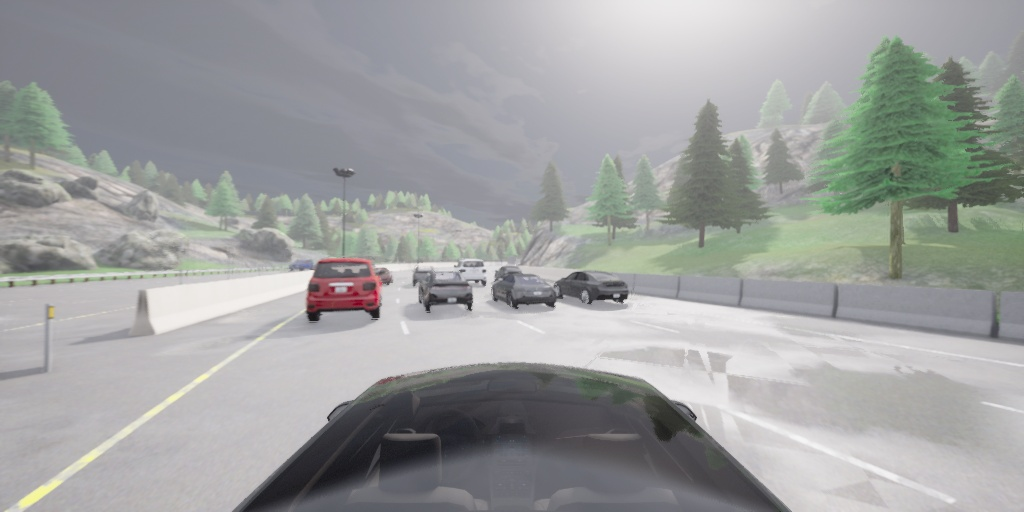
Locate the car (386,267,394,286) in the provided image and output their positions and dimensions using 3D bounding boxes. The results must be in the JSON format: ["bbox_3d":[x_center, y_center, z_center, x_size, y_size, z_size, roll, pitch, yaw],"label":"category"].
[{"bbox_3d":[-10.499,1.577,28.412,1.812,1.442,4.674,0,0,-14],"label":"car"}]

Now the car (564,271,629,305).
[{"bbox_3d":[3.697,1.447,17.552,1.837,1.490,4.892,0,0,-18],"label":"car"}]

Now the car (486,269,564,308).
[{"bbox_3d":[0.413,1.487,16.338,1.994,1.385,4.181,0,-1,-18],"label":"car"}]

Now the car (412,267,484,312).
[{"bbox_3d":[-2.905,1.398,15.223,2.128,1.511,4.902,0,-1,-18],"label":"car"}]

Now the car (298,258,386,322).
[{"bbox_3d":[-5.932,1.104,13.195,2.150,2.045,5.566,0,0,-19],"label":"car"}]

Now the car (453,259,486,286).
[{"bbox_3d":[-3.440,1.291,28.968,2.150,2.045,5.566,0,0,-14],"label":"car"}]

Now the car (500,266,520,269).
[{"bbox_3d":[-0.273,1.598,30.780,1.837,1.490,4.892,0,0,-14],"label":"car"}]
